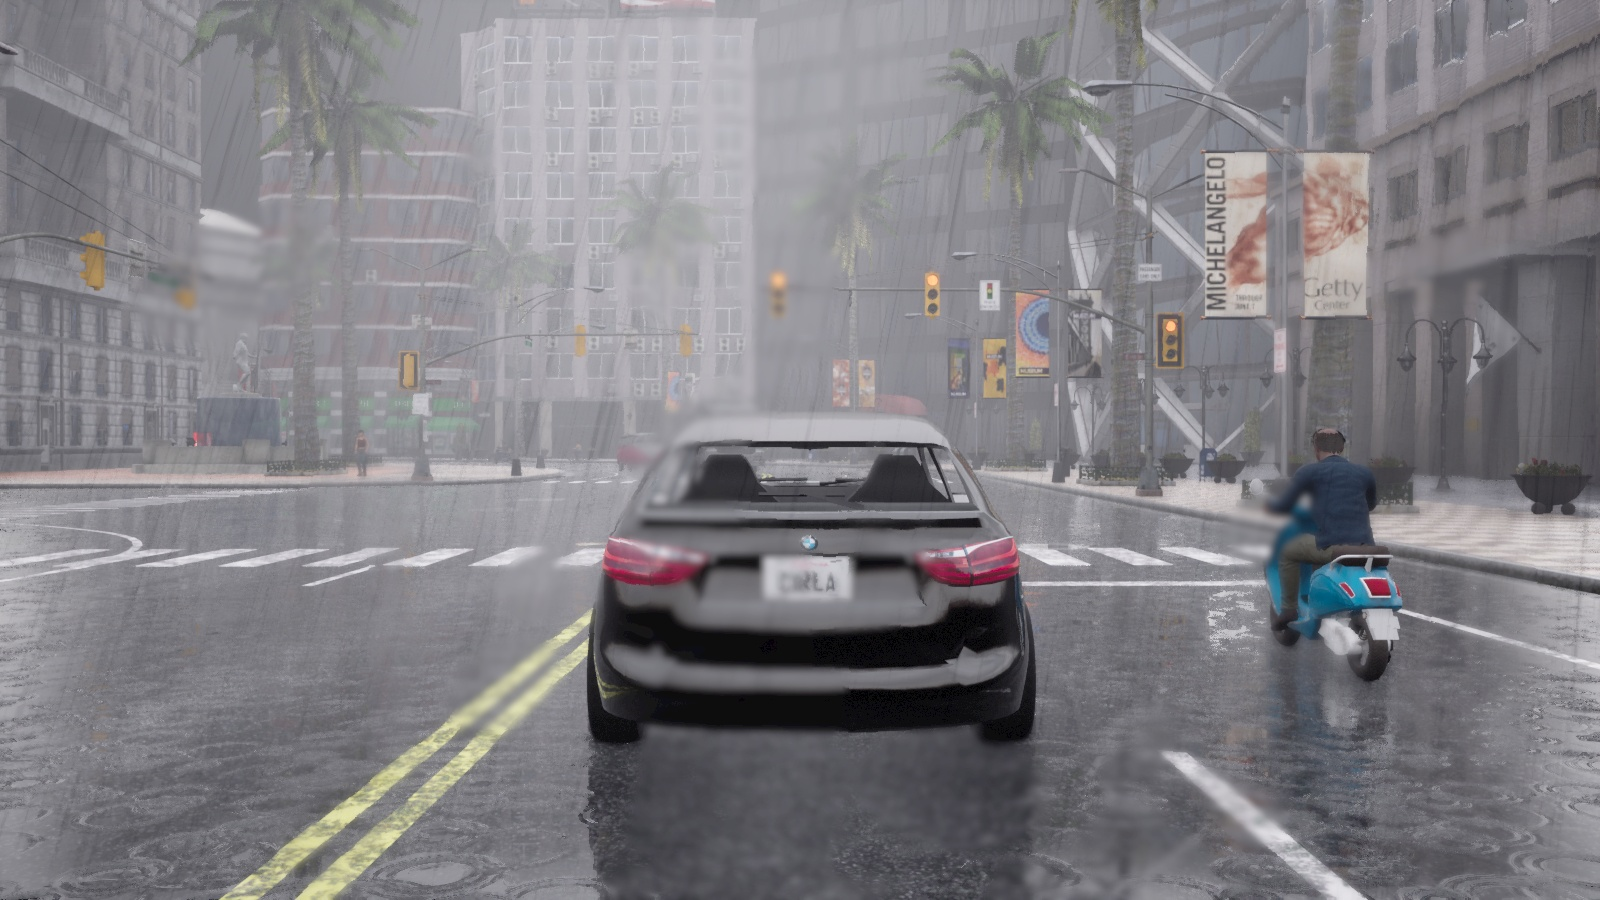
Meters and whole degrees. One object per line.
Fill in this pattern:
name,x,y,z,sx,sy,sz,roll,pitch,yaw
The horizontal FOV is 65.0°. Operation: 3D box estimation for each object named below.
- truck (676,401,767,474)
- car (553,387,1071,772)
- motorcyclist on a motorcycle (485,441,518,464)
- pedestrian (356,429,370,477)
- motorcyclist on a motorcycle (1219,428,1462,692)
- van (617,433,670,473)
truck,-4.097,-0.597,63.528,2.891,3.462,7.936,0,0,-16
car,0.062,0.547,7.745,2.242,1.667,4.611,0,0,0
motorcyclist on a motorcycle,-21.303,0.174,89.641,2.350,1.649,0.766,0,1,28
pedestrian,-16.924,0.115,48.672,0.345,1.836,0.594,0,0,-1
motorcyclist on a motorcycle,3.552,0.655,8.461,0.866,1.590,1.817,0,0,1
van,-8.124,0.127,64.763,1.775,1.987,4.442,0,0,-20
